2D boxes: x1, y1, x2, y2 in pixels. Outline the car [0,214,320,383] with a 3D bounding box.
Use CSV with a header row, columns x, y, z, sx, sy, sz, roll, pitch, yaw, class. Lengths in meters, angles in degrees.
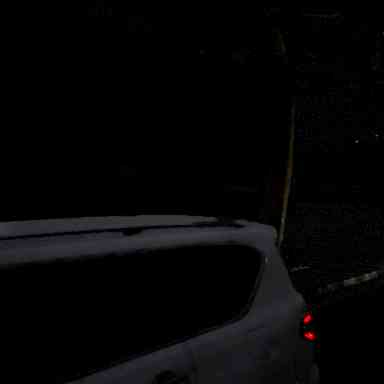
x,y,z,sx,sy,sz,roll,pitch,yaw,class
-1.570,1.223,1.950,5.566,2.045,2.150,0,0,-35,car
